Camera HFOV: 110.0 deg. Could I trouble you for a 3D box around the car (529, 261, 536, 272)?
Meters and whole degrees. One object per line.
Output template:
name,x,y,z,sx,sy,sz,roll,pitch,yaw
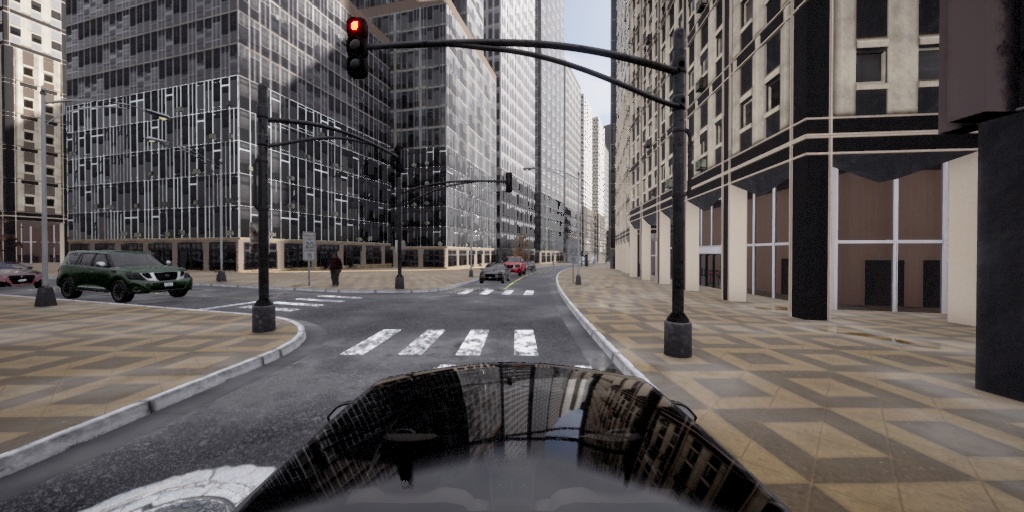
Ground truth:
car,2.045,1.364,48.469,2.128,1.511,4.902,0,0,12

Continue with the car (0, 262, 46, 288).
car,-25.808,0.981,18.035,4.181,1.385,1.994,1,1,16

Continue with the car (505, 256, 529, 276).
car,0.186,1.043,38.341,2.150,2.045,5.566,0,0,9

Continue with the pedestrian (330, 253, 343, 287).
pedestrian,-9.585,0.716,19.448,0.375,1.860,0.375,0,0,16

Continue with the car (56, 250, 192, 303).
car,-16.621,0.770,15.382,5.566,2.045,2.150,1,1,17

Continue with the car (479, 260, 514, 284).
car,-1.255,1.288,27.814,1.837,1.490,4.892,0,0,7
